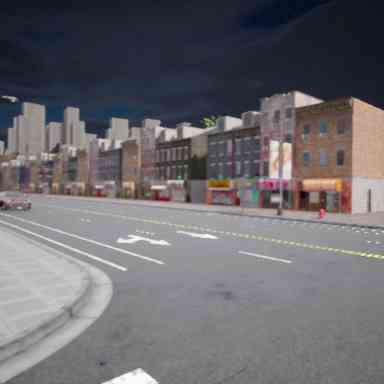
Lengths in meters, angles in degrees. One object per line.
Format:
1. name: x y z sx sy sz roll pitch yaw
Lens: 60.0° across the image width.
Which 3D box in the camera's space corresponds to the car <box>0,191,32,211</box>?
1. car: -16.024 0.734 29.837 2.097 1.767 4.553 0 1 -41
